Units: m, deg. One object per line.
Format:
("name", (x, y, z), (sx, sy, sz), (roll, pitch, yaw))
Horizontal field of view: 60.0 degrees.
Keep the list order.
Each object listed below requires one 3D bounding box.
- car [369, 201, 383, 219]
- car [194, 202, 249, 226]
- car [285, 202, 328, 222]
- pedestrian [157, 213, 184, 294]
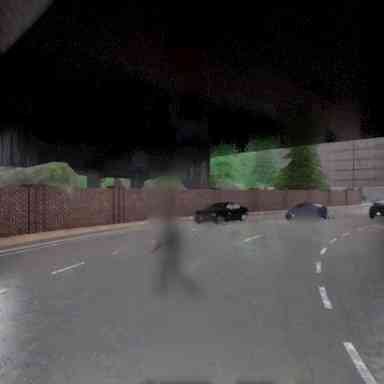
("car", (16.883, 1.505, 28.598), (4.892, 1.490, 1.837), (0, 0, -43))
("car", (2.194, 1.477, 23.896), (1.882, 1.535, 5.008), (0, 0, 40))
("car", (9.248, 1.526, 26.507), (4.674, 1.442, 1.812), (0, 0, -45))
("pedestrian", (-0.452, 1.294, 7.143), (0.375, 1.860, 0.375), (0, 0, 14))
